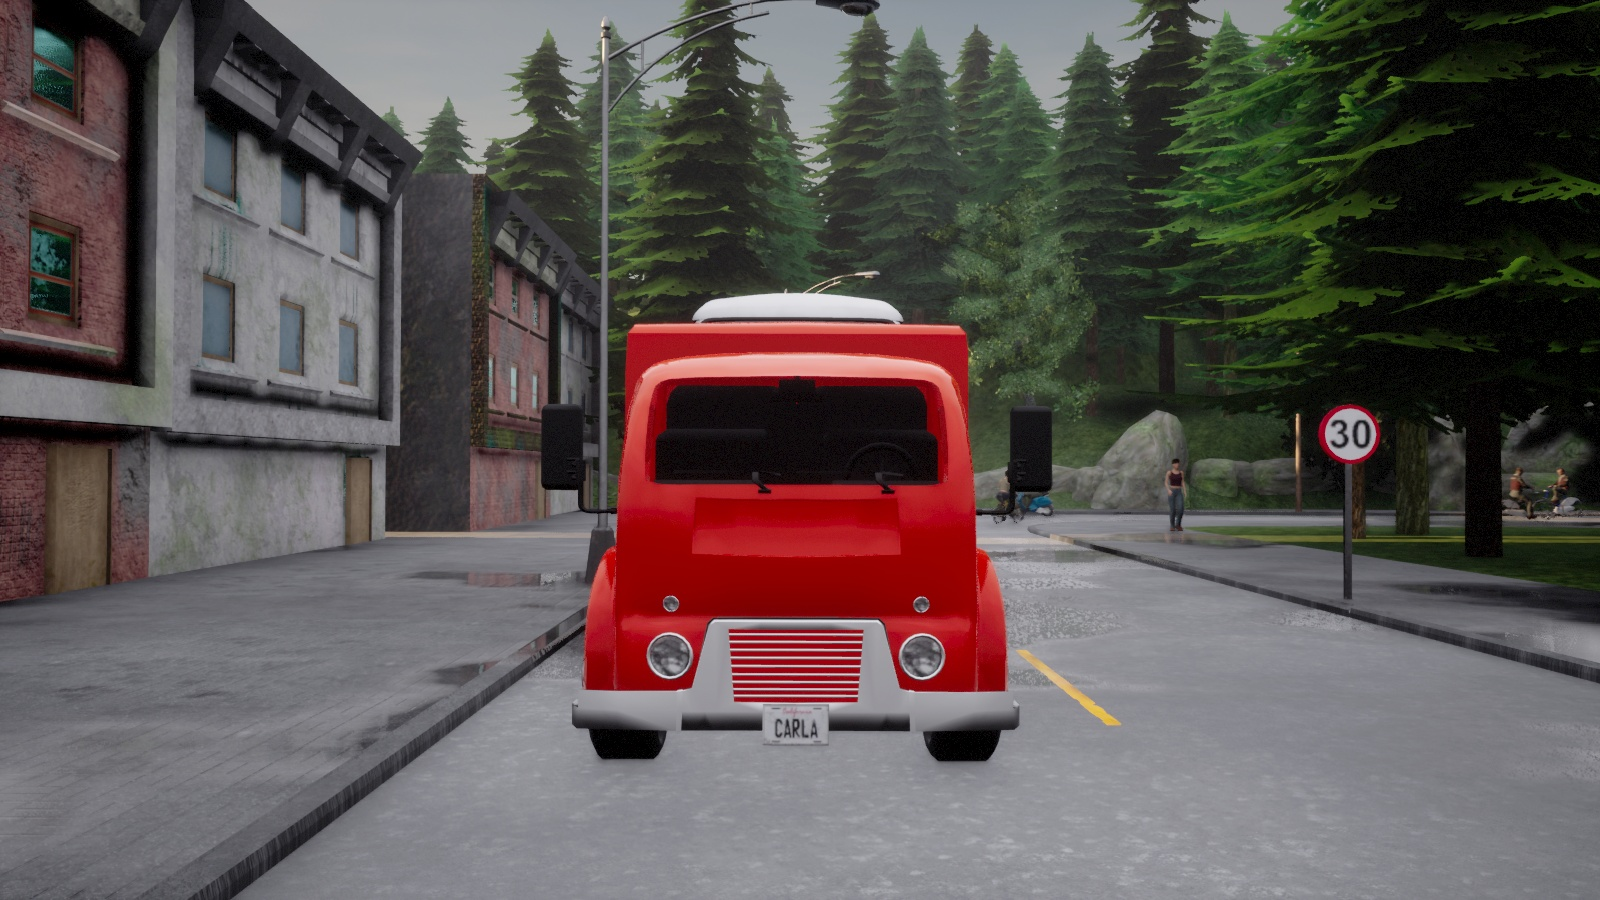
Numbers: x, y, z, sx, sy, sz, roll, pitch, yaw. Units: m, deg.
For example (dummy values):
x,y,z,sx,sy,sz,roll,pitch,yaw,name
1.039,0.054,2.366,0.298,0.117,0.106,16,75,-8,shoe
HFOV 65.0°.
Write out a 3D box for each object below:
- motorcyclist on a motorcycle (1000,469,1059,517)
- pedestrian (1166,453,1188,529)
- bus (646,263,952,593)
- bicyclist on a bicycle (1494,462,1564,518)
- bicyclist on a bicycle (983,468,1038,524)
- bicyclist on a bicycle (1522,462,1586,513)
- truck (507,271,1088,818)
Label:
x,y,z,sx,sy,sz,roll,pitch,yaw,name
7.917,1.464,43.297,1.817,1.590,0.866,0,0,-18,motorcyclist on a motorcycle
9.242,1.004,30.820,0.345,1.836,0.594,0,-1,0,pedestrian
-0.092,-0.203,21.375,3.944,4.253,10.273,0,-1,-1,bus
23.411,1.268,40.356,1.843,1.776,0.659,0,-1,-1,bicyclist on a bicycle
6.296,1.357,37.580,1.509,1.612,0.866,1,1,-45,bicyclist on a bicycle
26.641,1.322,44.389,1.843,1.776,0.659,0,-1,0,bicyclist on a bicycle
-0.024,0.467,8.306,2.627,2.467,5.204,0,-1,0,truck
